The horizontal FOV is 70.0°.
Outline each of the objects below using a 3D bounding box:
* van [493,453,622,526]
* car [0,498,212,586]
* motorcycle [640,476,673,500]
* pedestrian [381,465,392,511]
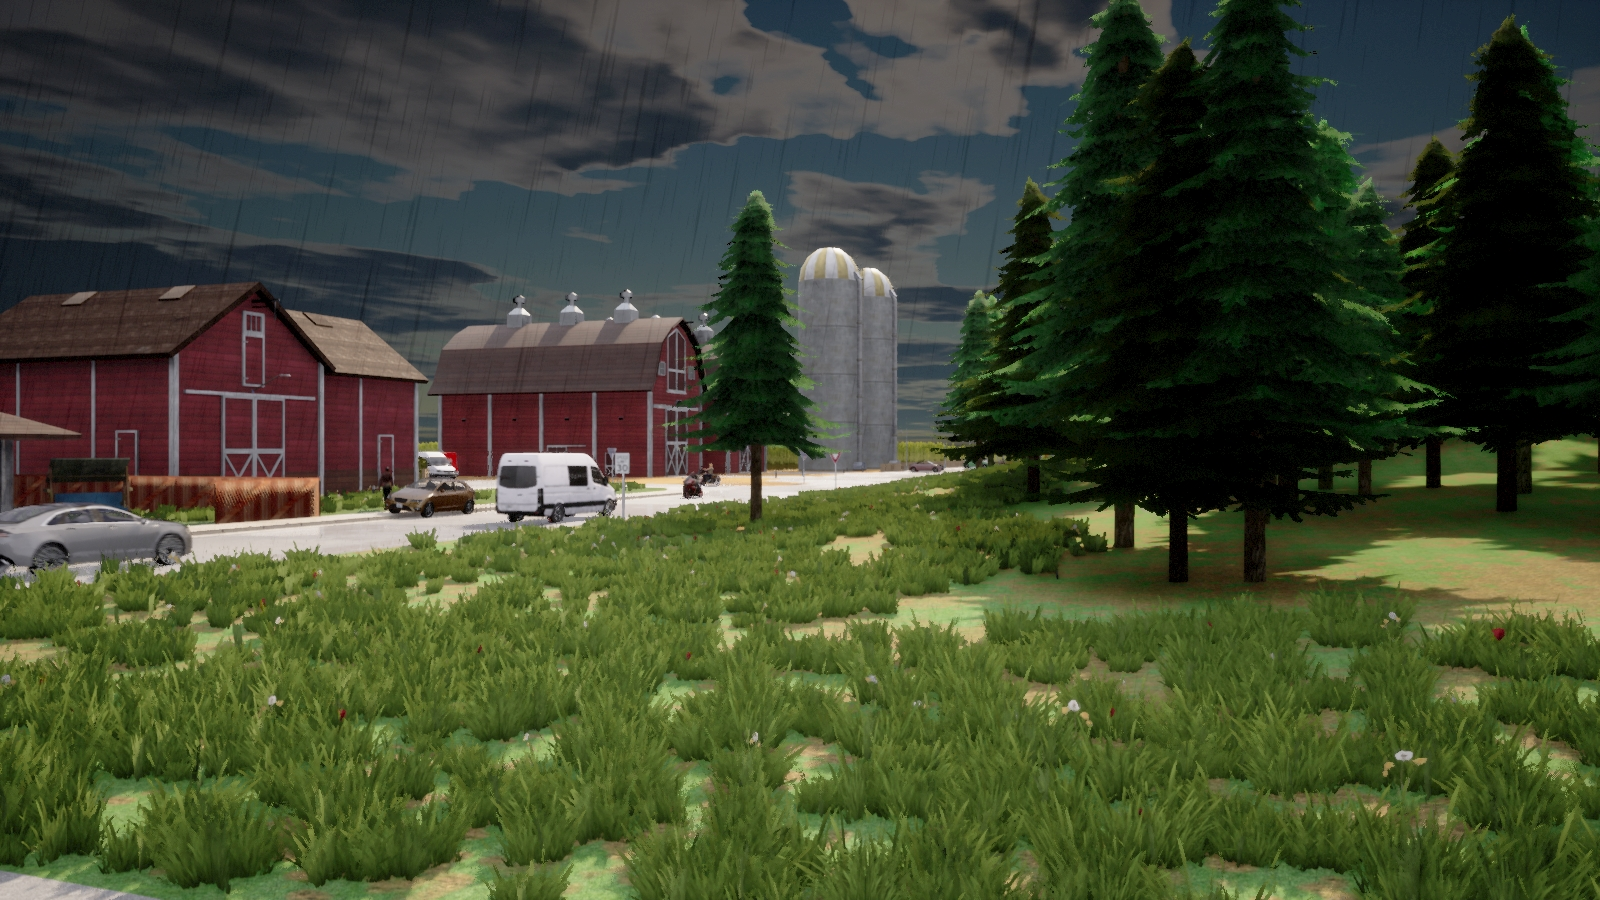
[{"bbox_3d":[-9.077,1.395,43.414,1.988,2.561,5.915,0,0,20],"label":"van"},{"bbox_3d":[-15.737,1.908,25.049,2.128,1.511,4.902,0,0,20],"label":"car"},{"bbox_3d":[-7.920,2.066,63.236,0.867,1.251,2.209,0,0,20],"label":"motorcycle"},{"bbox_3d":[-16.949,1.556,46.842,0.375,1.860,0.375,0,0,-8],"label":"pedestrian"}]
